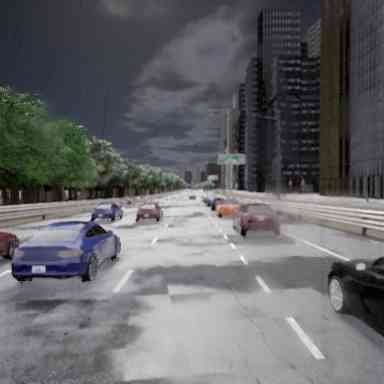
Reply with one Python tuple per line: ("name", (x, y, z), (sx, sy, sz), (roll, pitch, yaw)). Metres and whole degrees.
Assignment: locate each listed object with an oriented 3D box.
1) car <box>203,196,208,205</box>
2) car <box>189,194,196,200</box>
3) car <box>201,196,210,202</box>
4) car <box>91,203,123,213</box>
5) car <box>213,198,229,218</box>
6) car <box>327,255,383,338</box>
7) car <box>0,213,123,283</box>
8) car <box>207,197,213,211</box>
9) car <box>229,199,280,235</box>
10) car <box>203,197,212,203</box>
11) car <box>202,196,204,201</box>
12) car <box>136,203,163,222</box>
("car", (3.407, 1.669, 53.710), (2.163, 1.488, 4.792), (0, 0, 0))
("car", (0.091, 1.602, 95.436), (1.812, 1.442, 4.674), (0, 0, 1))
("car", (3.521, 1.722, 86.594), (2.033, 1.411, 5.357), (0, 0, 0))
("car", (-6.935, 1.623, 27.436), (1.812, 1.442, 4.674), (0, 0, 0))
("car", (3.455, 1.462, 31.686), (2.097, 1.767, 4.553), (0, 0, 0))
("car", (3.599, 1.496, 4.582), (1.882, 1.535, 5.008), (0, -1, 0))
("car", (-3.405, 1.562, 9.689), (1.812, 1.442, 4.674), (0, 0, 0))
("car", (3.421, 1.573, 42.709), (2.033, 1.649, 4.856), (0, 0, 0))
("car", (3.584, 1.422, 19.328), (2.097, 1.767, 4.553), (0, 0, 0))
("car", (3.458, 1.784, 75.653), (1.895, 1.301, 4.718), (0, 0, 0))
("car", (3.420, 1.683, 64.652), (1.837, 1.490, 4.892), (0, 0, 0))
("car", (-3.435, 1.622, 27.385), (1.812, 1.442, 4.674), (0, 0, 0))
